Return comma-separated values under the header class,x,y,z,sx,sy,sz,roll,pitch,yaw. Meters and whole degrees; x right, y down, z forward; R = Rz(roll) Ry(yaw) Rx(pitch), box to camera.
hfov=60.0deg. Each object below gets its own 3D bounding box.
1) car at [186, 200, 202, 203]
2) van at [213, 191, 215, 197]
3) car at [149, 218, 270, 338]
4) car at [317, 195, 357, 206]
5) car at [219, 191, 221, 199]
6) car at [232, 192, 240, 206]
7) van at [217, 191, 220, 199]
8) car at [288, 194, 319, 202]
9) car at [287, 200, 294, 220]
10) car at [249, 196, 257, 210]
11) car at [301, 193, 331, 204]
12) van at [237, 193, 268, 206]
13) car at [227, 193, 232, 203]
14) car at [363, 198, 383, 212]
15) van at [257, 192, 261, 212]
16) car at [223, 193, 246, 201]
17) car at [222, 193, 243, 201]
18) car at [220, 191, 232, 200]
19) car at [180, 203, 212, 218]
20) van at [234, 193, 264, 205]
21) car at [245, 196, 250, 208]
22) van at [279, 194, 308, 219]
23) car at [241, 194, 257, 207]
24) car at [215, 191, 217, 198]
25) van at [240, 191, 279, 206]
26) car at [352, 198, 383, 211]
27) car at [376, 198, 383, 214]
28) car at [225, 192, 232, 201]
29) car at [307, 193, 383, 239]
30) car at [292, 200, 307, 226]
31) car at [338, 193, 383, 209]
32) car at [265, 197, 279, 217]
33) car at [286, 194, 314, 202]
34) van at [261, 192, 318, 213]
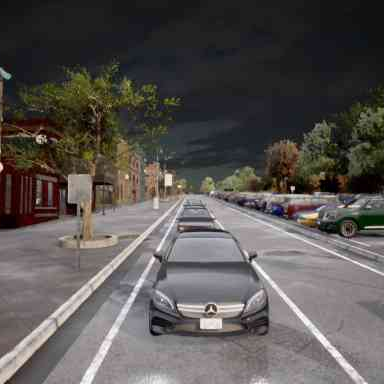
class,x,y,z,sx,sy,sz,roll,pitch,yaw
car,0.227,1.442,29.861,2.128,1.511,4.902,0,0,0
van,8.667,0.763,89.927,4.442,1.987,1.878,0,1,0
car,0.254,1.524,6.834,1.812,1.442,4.674,0,0,0
car,22.315,1.332,51.313,5.366,1.575,1.946,0,1,0
car,8.909,0.937,67.502,5.566,2.045,2.435,0,1,0
car,9.044,1.112,47.880,5.566,2.045,2.435,0,1,0
van,8.744,0.863,78.714,4.442,1.987,1.878,0,1,0
car,21.848,1.208,65.188,5.366,1.575,1.946,0,1,0
car,9.248,1.506,22.645,4.674,1.452,2.002,0,0,0
car,9.179,1.469,36.663,4.792,1.488,2.163,0,0,0
car,22.103,1.135,59.639,4.553,1.767,2.185,0,1,0
van,9.170,1.113,50.685,4.442,1.987,1.878,0,1,0
car,9.008,1.290,56.293,4.892,1.521,2.231,0,1,0
car,22.195,1.468,37.426,4.792,1.488,2.163,0,0,0
van,9.285,1.222,33.860,4.442,1.987,1.878,0,0,0
car,8.887,1.038,70.306,4.553,1.767,2.185,0,1,0
car,8.868,1.013,73.110,4.553,1.767,2.185,0,1,0
car,8.928,0.962,64.699,5.566,2.045,2.435,0,1,0
car,0.197,1.532,17.413,2.033,1.411,5.357,0,0,0
van,9.151,1.088,53.488,4.442,1.987,1.878,0,1,0
car,9.127,1.465,39.471,4.674,1.452,2.002,0,0,0
van,9.343,1.237,25.448,4.442,1.987,1.878,0,0,0
car,9.117,1.408,42.274,4.892,1.521,2.231,0,0,0
car,8.836,1.064,81.520,5.008,1.535,2.097,0,1,0
van,9.208,1.163,45.080,4.442,1.987,1.878,0,0,0
car,22.234,1.451,40.209,4.792,1.488,2.163,0,0,0
car,22.428,1.444,34.655,5.366,1.575,1.946,0,0,0
car,8.974,1.279,61.899,4.674,1.452,2.002,0,1,0
car,9.256,1.220,17.038,5.566,2.045,2.435,0,0,0
car,9.079,1.466,19.840,5.366,1.575,1.946,0,0,0
car,22.157,1.153,42.982,5.566,2.045,2.435,0,0,0
car,9.202,1.460,28.251,5.008,1.535,2.097,0,0,0
car,22.020,1.187,67.966,4.892,1.521,2.231,0,1,0
van,9.071,1.230,31.057,4.442,1.987,1.878,0,0,0
